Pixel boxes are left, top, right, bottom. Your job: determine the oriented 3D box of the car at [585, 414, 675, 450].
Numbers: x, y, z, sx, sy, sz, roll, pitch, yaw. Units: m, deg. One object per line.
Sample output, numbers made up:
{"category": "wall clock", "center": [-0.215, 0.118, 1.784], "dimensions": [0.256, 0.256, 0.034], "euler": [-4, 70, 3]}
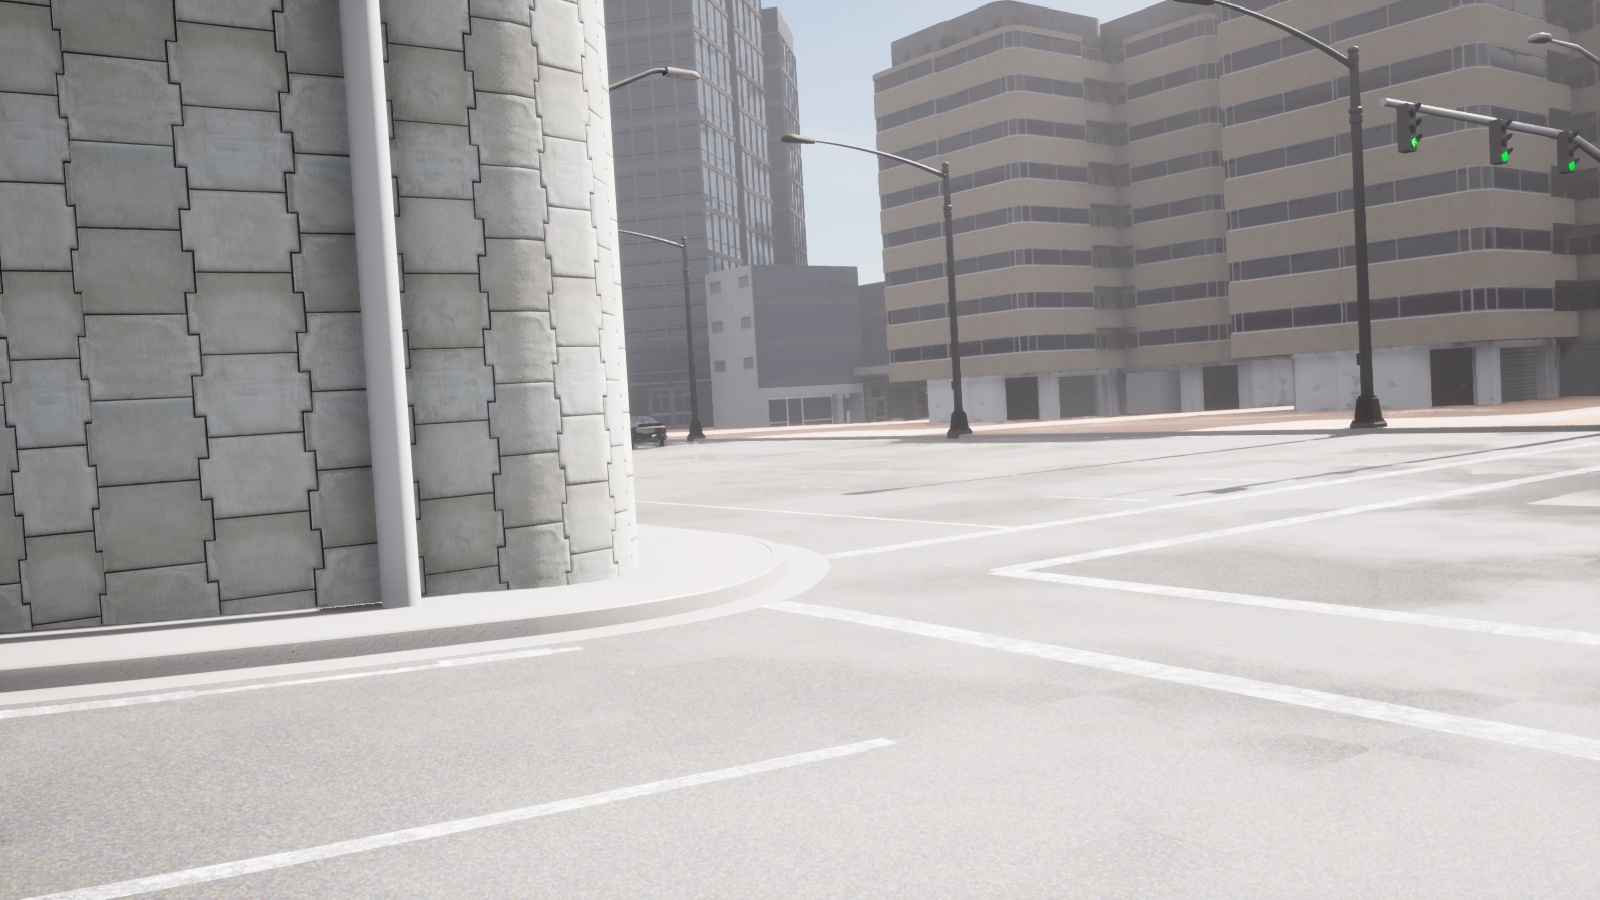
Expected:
{"category": "car", "center": [-8.091, -0.831, 59.257], "dimensions": [2.128, 1.511, 4.902], "euler": [-5, 3, -35]}
